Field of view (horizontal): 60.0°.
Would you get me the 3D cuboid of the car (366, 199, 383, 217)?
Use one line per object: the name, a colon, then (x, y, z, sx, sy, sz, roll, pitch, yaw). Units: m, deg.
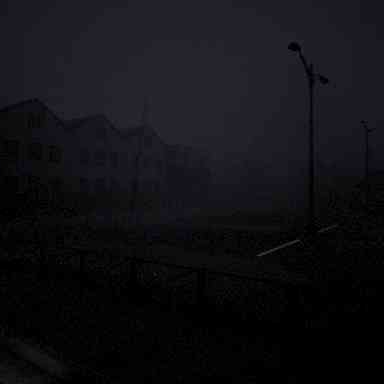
car: (15.375, 1.298, 26.844, 2.007, 1.523, 4.514, 0, 0, 35)
